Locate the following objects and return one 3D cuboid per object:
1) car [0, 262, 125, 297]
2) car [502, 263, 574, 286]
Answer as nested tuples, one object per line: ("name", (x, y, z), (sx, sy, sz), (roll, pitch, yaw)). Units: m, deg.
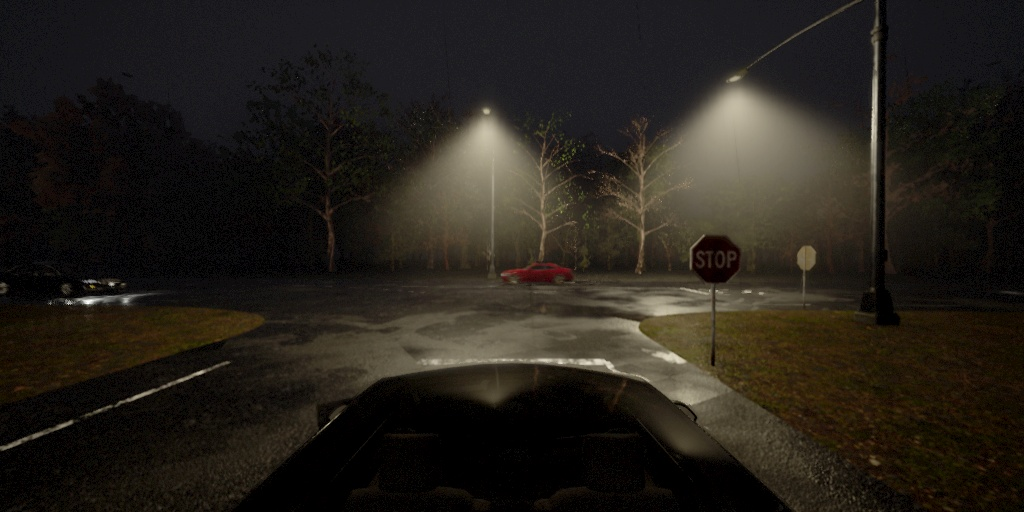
("car", (-20.914, 1.037, 16.607), (4.892, 1.490, 1.837), (0, 0, 1))
("car", (1.666, 1.167, 23.329), (4.674, 1.442, 1.812), (0, 0, 0))
